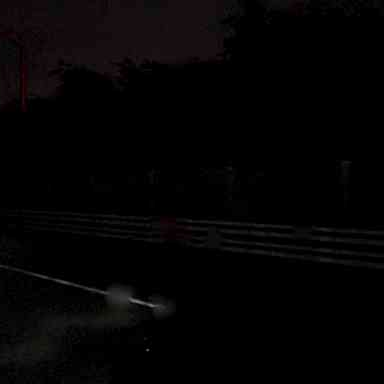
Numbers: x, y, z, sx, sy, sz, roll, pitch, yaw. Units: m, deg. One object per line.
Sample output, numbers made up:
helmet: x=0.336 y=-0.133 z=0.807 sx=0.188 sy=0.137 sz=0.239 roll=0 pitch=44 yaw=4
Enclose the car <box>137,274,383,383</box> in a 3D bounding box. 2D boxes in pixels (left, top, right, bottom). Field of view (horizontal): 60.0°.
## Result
car: x=1.731 y=1.478 z=2.755 sx=5.008 sy=1.535 sz=1.882 roll=0 pitch=0 yaw=35
